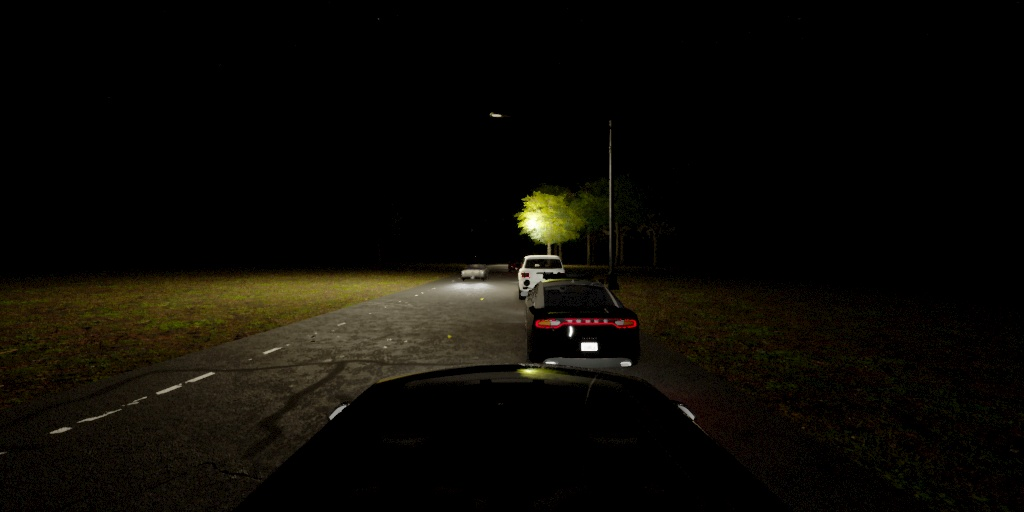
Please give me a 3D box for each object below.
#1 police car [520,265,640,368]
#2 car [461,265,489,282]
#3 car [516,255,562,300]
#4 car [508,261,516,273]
[{"bbox_3d":[1.228,1.175,8.015,1.930,1.638,5.238,0,0,1],"label":"police car"},{"bbox_3d":[-3.032,1.384,29.866,1.895,1.301,4.718,0,0,0],"label":"car"},{"bbox_3d":[1.409,0.988,17.960,2.150,2.045,5.566,0,0,1],"label":"car"},{"bbox_3d":[0.531,1.342,45.792,1.812,1.442,4.674,0,0,0],"label":"car"}]
